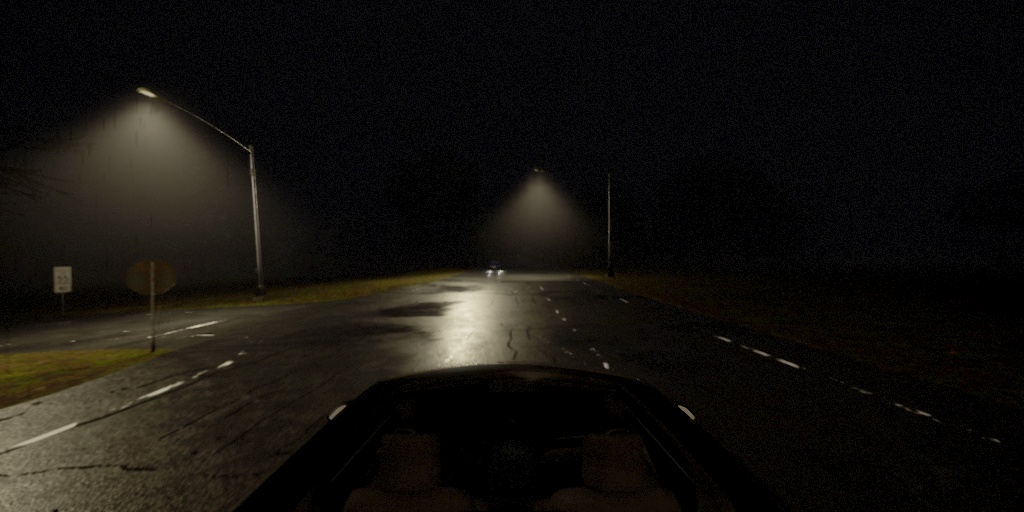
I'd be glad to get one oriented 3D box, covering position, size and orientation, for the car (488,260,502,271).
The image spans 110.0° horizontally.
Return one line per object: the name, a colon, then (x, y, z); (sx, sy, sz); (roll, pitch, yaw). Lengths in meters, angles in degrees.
car: (-2.433, 1.333, 51.542); (1.812, 1.442, 4.674); (0, 0, 2)
